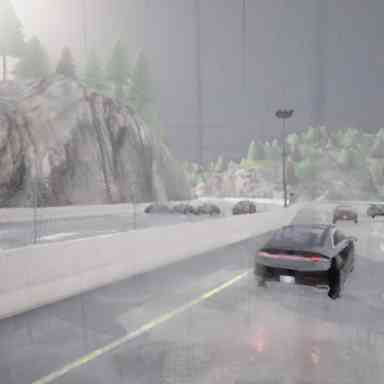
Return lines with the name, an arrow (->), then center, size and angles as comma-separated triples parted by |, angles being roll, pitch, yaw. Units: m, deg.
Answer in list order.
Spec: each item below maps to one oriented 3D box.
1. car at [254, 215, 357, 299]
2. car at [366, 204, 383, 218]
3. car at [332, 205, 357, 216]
car -> 3.170, 1.592, 8.875 | 2.128, 1.511, 4.902 | 0, -1, 30
car -> 19.022, 1.919, 33.847 | 2.033, 1.411, 5.357 | 0, -1, 21
car -> 12.977, 1.839, 28.314 | 1.812, 1.442, 4.674 | 0, -1, 24
